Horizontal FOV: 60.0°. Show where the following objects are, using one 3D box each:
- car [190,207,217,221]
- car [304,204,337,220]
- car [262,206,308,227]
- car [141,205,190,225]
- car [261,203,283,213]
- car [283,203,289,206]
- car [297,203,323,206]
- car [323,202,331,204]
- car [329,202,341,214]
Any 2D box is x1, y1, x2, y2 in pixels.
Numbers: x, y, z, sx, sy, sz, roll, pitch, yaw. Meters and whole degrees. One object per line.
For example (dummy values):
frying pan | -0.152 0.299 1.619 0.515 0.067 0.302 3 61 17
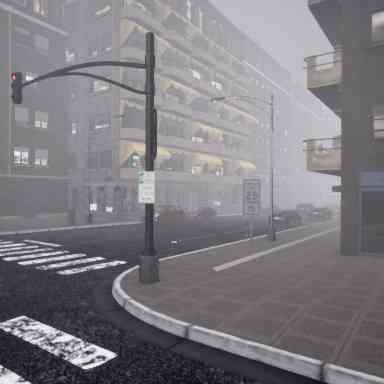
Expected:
car | 0.911 2.064 32.150 1.802 1.307 4.206 -1 -1 35
car | 14.211 2.297 36.733 1.947 1.339 4.313 -1 -2 35
car | 7.740 2.096 27.409 1.947 1.339 4.313 -1 -2 35
car | -2.324 1.822 27.492 1.967 1.590 4.097 -1 -1 35
car | 10.616 2.328 46.135 1.887 1.381 4.507 -1 -1 35
car | 13.755 2.406 50.658 1.752 1.417 4.829 -1 -1 35
car | 14.291 2.135 41.310 2.097 1.767 4.553 0 -1 34
car | 22.538 2.640 53.193 1.895 1.301 4.718 0 -1 35
car | 20.779 2.460 46.197 1.752 1.417 4.829 -1 -2 35
